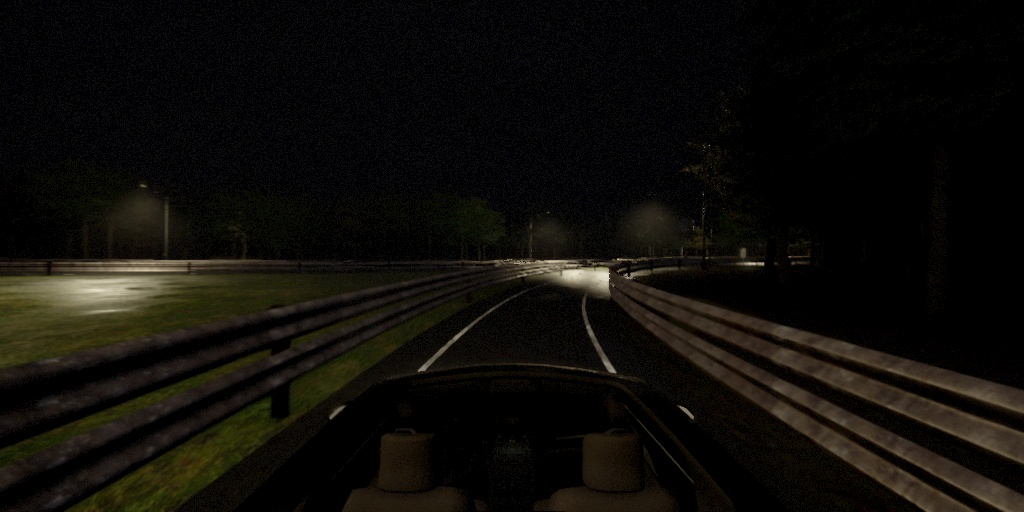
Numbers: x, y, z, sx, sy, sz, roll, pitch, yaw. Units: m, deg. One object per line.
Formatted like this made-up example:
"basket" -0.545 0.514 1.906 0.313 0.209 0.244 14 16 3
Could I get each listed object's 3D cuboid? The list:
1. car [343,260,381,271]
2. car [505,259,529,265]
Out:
"car" -21.315 1.277 51.229 5.008 1.535 1.882 0 0 -26
"car" 1.200 1.297 62.316 4.902 1.511 2.128 0 0 -26
